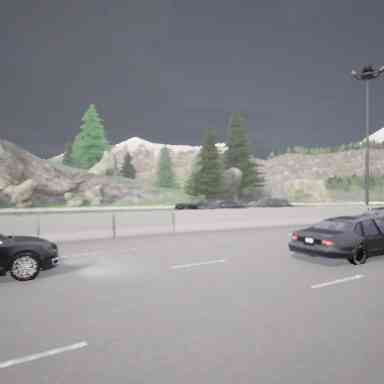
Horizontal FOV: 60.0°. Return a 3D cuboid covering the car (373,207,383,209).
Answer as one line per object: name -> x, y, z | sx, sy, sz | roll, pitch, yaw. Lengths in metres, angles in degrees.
car -> 11.187, 1.520, 18.409 | 5.357, 1.411, 2.033 | 0, 0, -27

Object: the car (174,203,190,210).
car -> 0.484, 1.520, 36.668 | 4.718, 1.301, 1.895 | 0, 0, -27

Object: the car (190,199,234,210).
car -> 2.660, 1.443, 29.909 | 4.892, 1.490, 1.837 | 1, 0, -27

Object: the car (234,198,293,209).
car -> 6.252, 1.297, 27.829 | 4.553, 1.767, 2.097 | 0, 0, -27

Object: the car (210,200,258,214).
car -> 4.440, 1.529, 34.771 | 4.718, 1.301, 1.895 | 0, 0, -27

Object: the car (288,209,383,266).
car -> 5.756, 1.528, 11.446 | 5.357, 1.411, 2.033 | 0, 0, -30

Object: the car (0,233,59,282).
car -> -5.838, 1.479, 8.081 | 4.892, 1.490, 1.837 | 0, 0, -36
